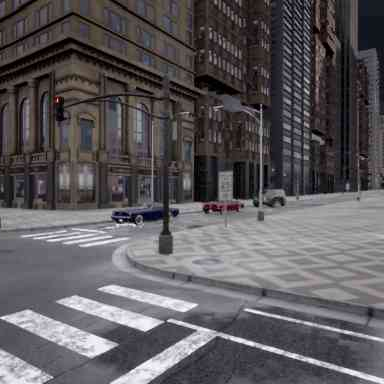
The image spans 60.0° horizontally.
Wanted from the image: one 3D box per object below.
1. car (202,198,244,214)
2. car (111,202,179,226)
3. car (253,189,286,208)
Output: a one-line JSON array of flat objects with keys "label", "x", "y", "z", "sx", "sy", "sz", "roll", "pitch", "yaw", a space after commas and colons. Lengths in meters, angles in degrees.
[{"label": "car", "x": 2.842, "y": 1.217, "z": 29.753, "sx": 1.895, "sy": 1.301, "sz": 4.718, "roll": 0, "pitch": 1, "yaw": 35}, {"label": "car", "x": -2.960, "y": 1.351, "z": 21.619, "sx": 1.895, "sy": 1.301, "sz": 4.718, "roll": 0, "pitch": 1, "yaw": 36}, {"label": "car", "x": 9.009, "y": 0.698, "z": 38.397, "sx": 2.150, "sy": 2.045, "sz": 5.566, "roll": 0, "pitch": 1, "yaw": 36}]
